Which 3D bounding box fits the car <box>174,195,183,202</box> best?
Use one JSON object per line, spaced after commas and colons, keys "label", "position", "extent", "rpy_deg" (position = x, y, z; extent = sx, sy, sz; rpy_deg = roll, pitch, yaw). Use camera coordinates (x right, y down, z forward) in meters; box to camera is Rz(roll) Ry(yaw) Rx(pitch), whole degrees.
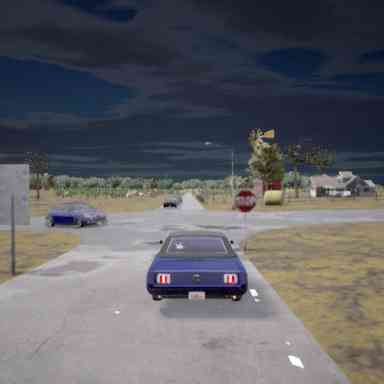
{"label": "car", "position": [-3.148, 1.557, 77.875], "extent": [1.837, 1.490, 4.892], "rpy_deg": [0, 0, 0]}

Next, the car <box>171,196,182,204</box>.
{"label": "car", "position": [-3.076, 1.598, 67.609], "extent": [1.994, 1.385, 4.181], "rpy_deg": [0, 0, 0]}

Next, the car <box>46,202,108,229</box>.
{"label": "car", "position": [-8.062, 1.529, 23.256], "extent": [4.553, 1.767, 2.097], "rpy_deg": [-2, 1, 30]}

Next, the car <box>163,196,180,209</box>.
{"label": "car", "position": [-2.972, 1.607, 45.970], "extent": [1.895, 1.301, 4.718], "rpy_deg": [0, 0, -1]}

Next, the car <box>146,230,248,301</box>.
{"label": "car", "position": [0.109, 1.597, 8.253], "extent": [1.895, 1.301, 4.718], "rpy_deg": [0, 0, 0]}

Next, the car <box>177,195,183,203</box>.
{"label": "car", "position": [-3.047, 1.523, 57.433], "extent": [1.837, 1.490, 4.892], "rpy_deg": [0, 0, 0]}
